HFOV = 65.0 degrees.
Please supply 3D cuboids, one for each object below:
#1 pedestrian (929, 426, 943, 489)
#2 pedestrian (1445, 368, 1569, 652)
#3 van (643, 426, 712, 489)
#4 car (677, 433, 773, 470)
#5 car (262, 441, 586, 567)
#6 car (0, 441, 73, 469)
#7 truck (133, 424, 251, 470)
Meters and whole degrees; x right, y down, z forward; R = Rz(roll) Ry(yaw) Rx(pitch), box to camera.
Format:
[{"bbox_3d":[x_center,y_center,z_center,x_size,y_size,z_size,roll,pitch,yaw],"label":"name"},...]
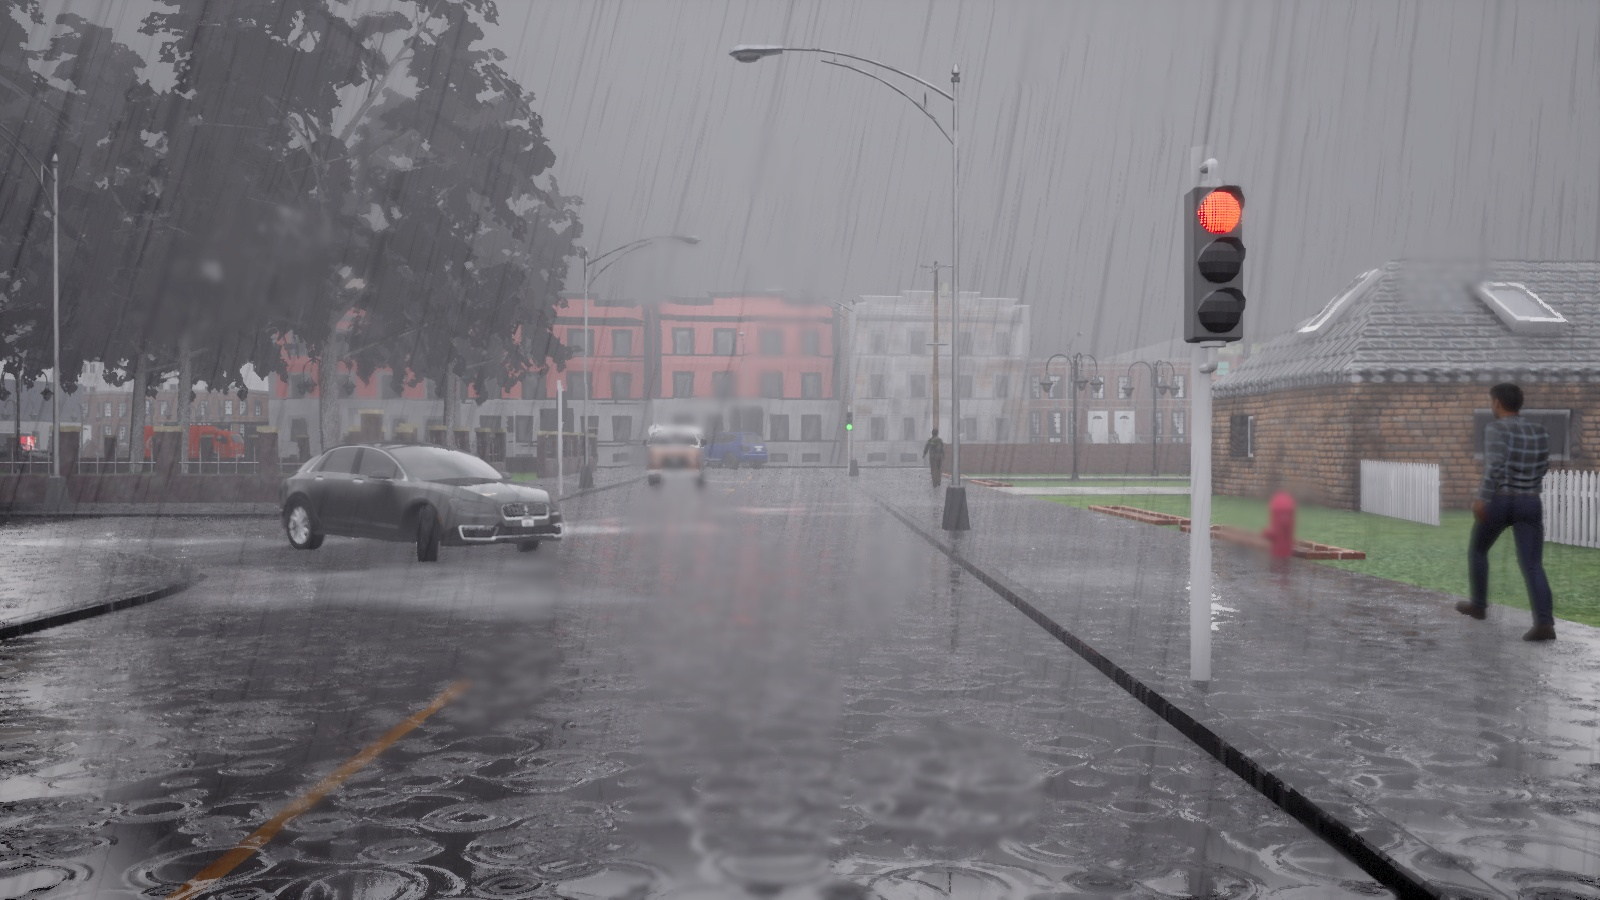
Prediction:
[{"bbox_3d":[4.202,0.240,38.852,0.395,1.930,0.692,0,0,8],"label":"pedestrian"},{"bbox_3d":[5.053,0.409,9.010,0.423,1.949,0.788,0,0,-2],"label":"pedestrian"},{"bbox_3d":[-4.137,0.224,42.958,2.069,2.038,4.480,0,0,-2],"label":"van"},{"bbox_3d":[-4.304,0.061,71.083,5.566,2.045,2.150,0,0,42],"label":"car"},{"bbox_3d":[-5.266,0.650,17.218,4.892,1.490,1.837,0,-1,40],"label":"car"},{"bbox_3d":[-42.887,0.280,68.747,4.902,1.511,2.128,0,0,0],"label":"car"},{"bbox_3d":[-33.244,-0.155,68.773,5.204,2.467,2.627,0,0,0],"label":"truck"}]
